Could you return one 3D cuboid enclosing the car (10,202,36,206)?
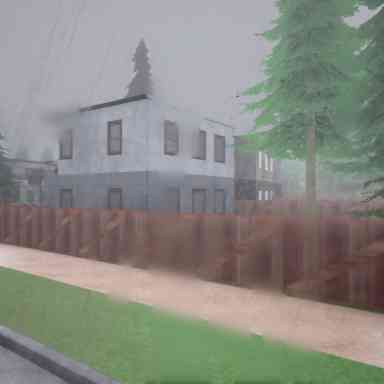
[{"bbox_3d":[-15.351,1.582,29.329,1.895,1.301,4.718,0,0,28],"label":"car"}]
